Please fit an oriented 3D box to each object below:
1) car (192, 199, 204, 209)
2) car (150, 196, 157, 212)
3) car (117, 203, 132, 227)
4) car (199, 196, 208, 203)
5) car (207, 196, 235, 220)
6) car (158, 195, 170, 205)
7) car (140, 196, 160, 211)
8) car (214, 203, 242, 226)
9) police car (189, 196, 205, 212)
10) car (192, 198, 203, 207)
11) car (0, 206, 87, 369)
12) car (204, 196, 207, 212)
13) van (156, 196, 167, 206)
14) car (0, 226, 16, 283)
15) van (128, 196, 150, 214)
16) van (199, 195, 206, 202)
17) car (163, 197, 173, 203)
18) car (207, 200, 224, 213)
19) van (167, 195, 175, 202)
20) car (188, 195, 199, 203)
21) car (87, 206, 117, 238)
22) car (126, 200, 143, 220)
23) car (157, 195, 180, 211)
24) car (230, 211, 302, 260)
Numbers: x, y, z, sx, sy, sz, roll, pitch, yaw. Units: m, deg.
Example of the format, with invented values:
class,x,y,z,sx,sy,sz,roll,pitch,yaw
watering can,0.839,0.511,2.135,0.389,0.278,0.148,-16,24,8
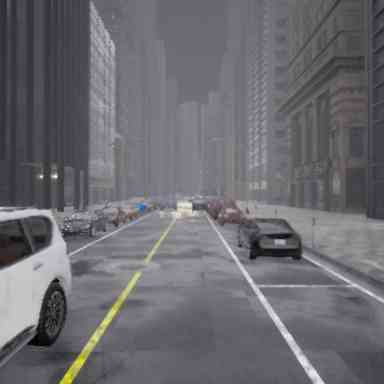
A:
class,x,y,z,sx,sy,sz,roll,pitch,yaw
car,0.912,1.764,51.118,1.812,1.442,4.674,0,0,0
car,-5.753,1.627,40.547,1.967,1.590,4.097,0,0,0
car,-5.757,1.688,23.718,1.802,1.307,4.206,0,0,0
car,2.782,1.820,79.820,1.967,1.590,4.097,0,0,0
car,2.770,1.447,29.339,2.192,1.841,5.009,0,0,0
car,-5.746,1.639,68.595,2.192,1.841,5.009,0,0,0
car,-5.751,1.529,46.157,2.192,1.841,5.009,0,0,0
car,2.768,1.688,23.729,1.802,1.307,4.206,0,0,0
police car,0.909,1.615,41.229,1.930,1.638,5.238,0,0,0
car,0.914,1.793,57.118,1.812,1.442,4.674,0,0,0
car,-3.100,1.237,3.456,2.150,2.045,5.566,0,0,0
car,2.771,1.474,34.948,2.192,1.841,5.009,0,0,0
van,-5.747,1.637,62.985,1.690,1.788,3.998,0,0,0
car,-5.761,1.596,6.890,1.947,1.339,4.313,0,0,0
van,-5.754,1.501,34.938,1.690,1.788,3.998,0,0,0
van,2.785,1.778,91.039,1.690,1.788,3.998,0,0,0
car,-5.743,1.931,79.812,2.008,1.369,4.403,0,0,0
car,2.773,1.712,40.727,1.752,1.417,4.829,0,0,0
van,-5.740,1.778,91.032,1.690,1.788,3.998,0,0,0
car,0.018,1.756,76.784,2.033,1.411,5.357,0,0,0
car,-5.758,1.631,18.109,2.008,1.369,4.403,0,0,0
car,-5.755,1.657,29.158,1.752,1.417,4.829,0,0,0
car,-3.080,1.427,44.495,2.150,2.045,5.566,0,0,0
car,2.766,1.620,12.511,1.947,1.339,4.313,0,0,0
